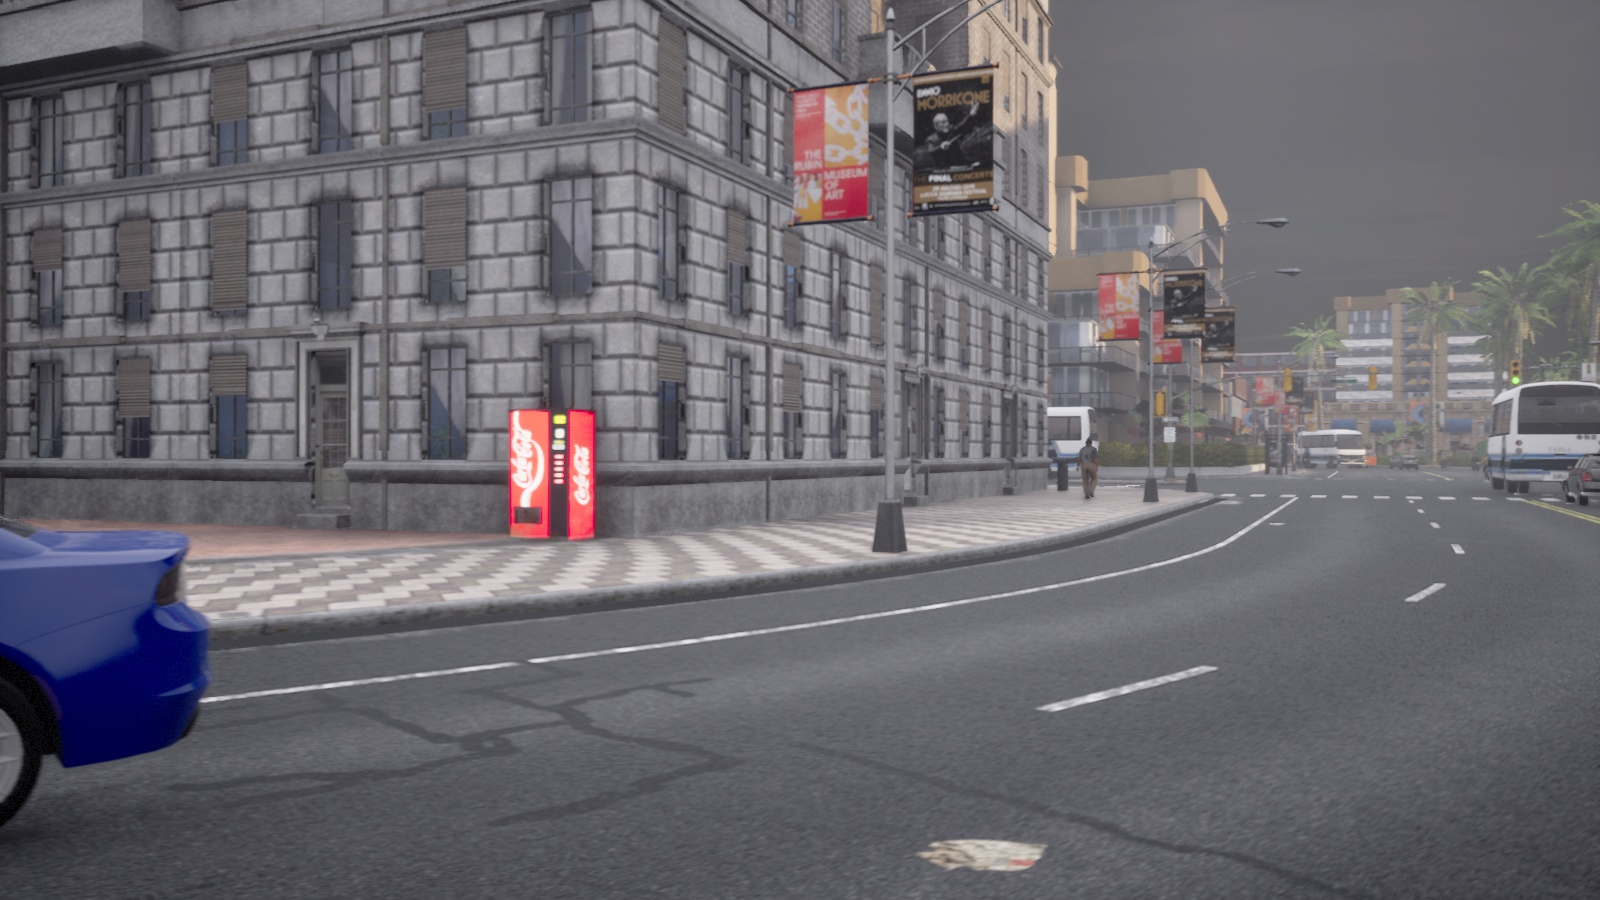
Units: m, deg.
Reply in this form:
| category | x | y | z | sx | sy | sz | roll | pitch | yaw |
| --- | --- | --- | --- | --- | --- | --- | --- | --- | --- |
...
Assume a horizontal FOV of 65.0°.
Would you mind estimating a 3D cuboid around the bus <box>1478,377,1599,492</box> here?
| category | x | y | z | sx | sy | sz | roll | pitch | yaw |
| --- | --- | --- | --- | --- | --- | --- | --- | --- | --- |
| bus | 30.459 | -0.547 | 51.484 | 3.944 | 4.253 | 10.273 | 0 | 0 | 24 |

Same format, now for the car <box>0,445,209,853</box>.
| category | x | y | z | sx | sy | sz | roll | pitch | yaw |
| --- | --- | --- | --- | --- | --- | --- | --- | --- | --- |
| car | -4.998 | 0.750 | 4.422 | 5.008 | 1.535 | 1.882 | 0 | 0 | -36 |

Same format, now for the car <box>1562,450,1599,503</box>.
| category | x | y | z | sx | sy | sz | roll | pitch | yaw |
| --- | --- | --- | --- | --- | --- | --- | --- | --- | --- |
| car | 24.433 | 0.781 | 38.118 | 1.789 | 1.549 | 3.705 | 0 | 0 | 24 |

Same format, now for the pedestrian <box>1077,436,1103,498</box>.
| category | x | y | z | sx | sy | sz | roll | pitch | yaw |
| --- | --- | --- | --- | --- | --- | --- | --- | --- | --- |
| pedestrian | 8.661 | 0.499 | 37.491 | 0.540 | 1.848 | 0.694 | 0 | 0 | 31 |

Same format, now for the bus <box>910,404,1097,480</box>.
| category | x | y | z | sx | sy | sz | roll | pitch | yaw |
| --- | --- | --- | --- | --- | --- | --- | --- | --- | --- |
| bus | 12.031 | -0.424 | 74.433 | 10.273 | 4.253 | 3.944 | 0 | 0 | 24 |
